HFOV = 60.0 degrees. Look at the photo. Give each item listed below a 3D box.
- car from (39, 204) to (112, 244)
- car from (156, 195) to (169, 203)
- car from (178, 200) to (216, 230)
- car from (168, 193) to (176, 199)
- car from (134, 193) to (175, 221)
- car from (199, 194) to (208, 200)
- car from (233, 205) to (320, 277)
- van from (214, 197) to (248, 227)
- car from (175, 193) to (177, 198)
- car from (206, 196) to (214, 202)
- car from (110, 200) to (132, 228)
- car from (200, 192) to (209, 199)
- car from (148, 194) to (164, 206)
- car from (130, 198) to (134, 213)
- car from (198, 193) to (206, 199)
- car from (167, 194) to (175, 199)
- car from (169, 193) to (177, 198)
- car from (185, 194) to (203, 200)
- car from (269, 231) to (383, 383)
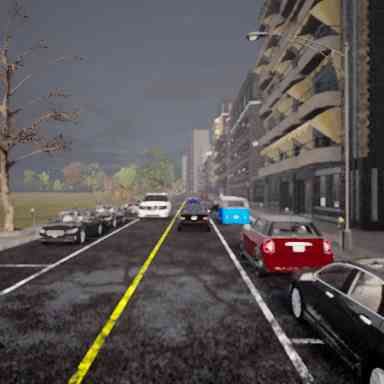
[{"bbox_3d":[-5.298,1.461,15.040,2.008,1.369,4.403,1,0,0],"label":"car"},{"bbox_3d":[-5.274,1.198,60.271,1.887,1.381,4.507,1,0,0],"label":"car"},{"bbox_3d":[0.112,1.430,19.936,2.033,1.411,5.357,0,0,0],"label":"car"},{"bbox_3d":[-5.259,1.043,88.541,1.887,1.381,4.507,1,0,0],"label":"car"},{"bbox_3d":[-2.739,1.071,25.639,2.150,2.045,5.566,0,0,0],"label":"car"},{"bbox_3d":[2.616,1.101,77.901,1.887,1.381,4.507,1,0,0],"label":"car"},{"bbox_3d":[2.580,1.381,9.970,1.967,1.590,4.097,1,0,0],"label":"car"},{"bbox_3d":[2.587,1.216,21.291,1.690,1.788,3.998,1,0,0],"label":"van"},{"bbox_3d":[-5.265,1.110,77.233,2.008,1.369,4.403,1,0,0],"label":"car"},{"bbox_3d":[2.591,1.375,32.614,1.947,1.339,4.313,1,0,0],"label":"car"},{"bbox_3d":[-5.295,1.428,20.694,2.008,1.369,4.403,1,0,0],"label":"car"},{"bbox_3d":[2.615,0.902,72.239,2.192,1.841,5.009,1,0,0],"label":"car"},{"bbox_3d":[-5.279,1.156,48.963,1.967,1.590,4.097,1,0,0],"label":"car"},{"bbox_3d":[-5.288,1.253,32.001,1.967,1.590,4.097,1,0,0],"label":"car"},{"bbox_3d":[2.622,1.061,89.223,1.947,1.339,4.313,1,0,0],"label":"car"},{"bbox_3d":[-5.262,1.111,82.887,1.802,1.307,4.206,1,0,0],"label":"car"},{"bbox_3d":[-5.256,1.019,94.195,2.008,1.369,4.403,1,0,0],"label":"car"},{"bbox_3d":[0.133,1.284,41.442,1.812,1.442,4.674,0,0,0],"label":"car"},{"bbox_3d":[2.576,1.525,4.309,2.008,1.369,4.403,1,0,0],"label":"car"}]
